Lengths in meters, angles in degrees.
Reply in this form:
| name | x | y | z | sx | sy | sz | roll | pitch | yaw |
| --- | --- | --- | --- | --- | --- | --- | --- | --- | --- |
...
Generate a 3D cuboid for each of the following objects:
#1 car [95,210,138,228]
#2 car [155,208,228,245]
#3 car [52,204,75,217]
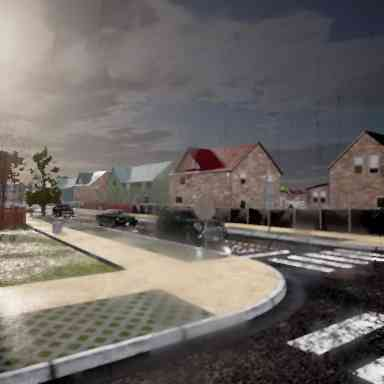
| name | x | y | z | sx | sy | sz | roll | pitch | yaw |
| --- | --- | --- | --- | --- | --- | --- | --- | --- | --- |
| car | -5.966 | 2.070 | 26.168 | 1.895 | 1.301 | 4.718 | 1 | -1 | -34 |
| car | -0.121 | 1.666 | 17.594 | 2.097 | 1.767 | 4.553 | 1 | -1 | -34 |
| car | -15.716 | 2.232 | 40.548 | 1.837 | 1.490 | 4.892 | 1 | -2 | -34 |
